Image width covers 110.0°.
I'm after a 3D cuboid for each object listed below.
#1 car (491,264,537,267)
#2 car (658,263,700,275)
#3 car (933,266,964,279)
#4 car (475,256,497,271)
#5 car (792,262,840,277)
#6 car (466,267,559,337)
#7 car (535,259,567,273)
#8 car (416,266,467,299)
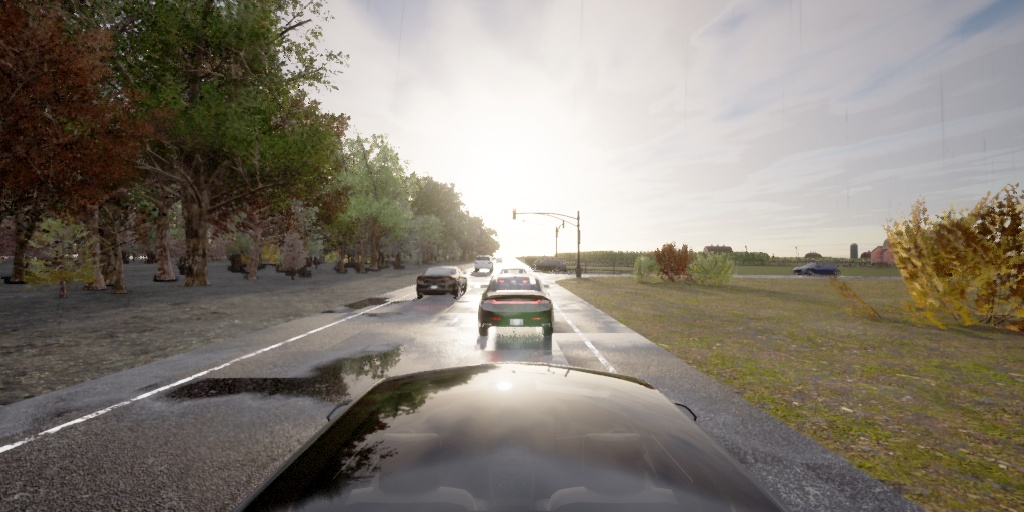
[{"bbox_3d":[0.076,1.302,20.060,2.033,1.411,5.357,0,0,0],"label":"car"},{"bbox_3d":[20.027,1.529,43.002,4.892,1.490,1.837,0,-1,0],"label":"car"},{"bbox_3d":[48.857,1.882,39.292,4.718,1.301,1.895,1,-1,1],"label":"car"},{"bbox_3d":[-3.458,0.979,45.249,2.150,2.045,5.566,0,0,0],"label":"car"},{"bbox_3d":[36.349,1.558,42.948,4.553,1.767,2.097,1,-1,0],"label":"car"},{"bbox_3d":[0.090,1.244,10.319,2.128,1.511,4.902,0,0,0],"label":"car"},{"bbox_3d":[4.771,1.219,46.282,4.553,1.767,2.097,2,0,33],"label":"car"},{"bbox_3d":[-3.421,1.231,18.216,1.882,1.535,5.008,0,0,0],"label":"car"}]
